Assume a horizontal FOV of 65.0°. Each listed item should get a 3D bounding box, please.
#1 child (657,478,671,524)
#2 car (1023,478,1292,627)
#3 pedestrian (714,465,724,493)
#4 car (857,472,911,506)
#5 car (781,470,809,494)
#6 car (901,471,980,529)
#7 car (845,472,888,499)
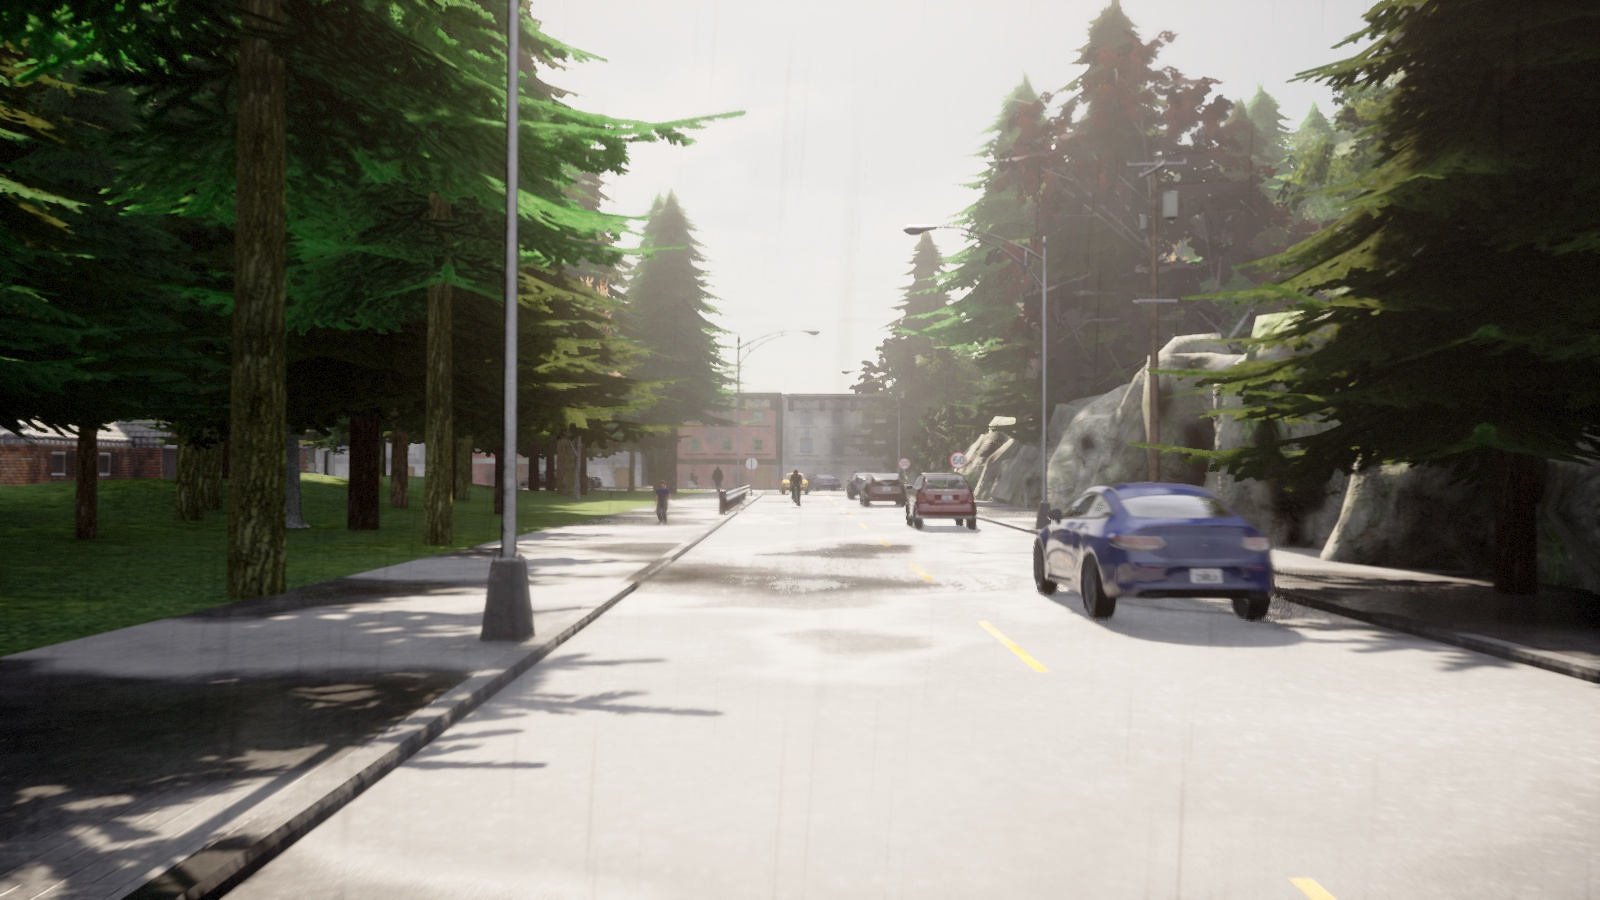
[{"bbox_3d":[-3.743,1.397,34.508,0.270,1.263,0.437,0,-1,10],"label":"child"},{"bbox_3d":[3.965,1.072,14.811,1.812,1.442,4.674,0,-1,0],"label":"car"},{"bbox_3d":[-5.455,1.961,84.546,0.634,1.844,0.899,0,-1,-1],"label":"pedestrian"},{"bbox_3d":[3.818,1.767,57.838,2.163,1.488,4.792,0,-1,0],"label":"car"},{"bbox_3d":[-0.326,2.184,85.391,1.801,1.575,5.366,0,-1,0],"label":"car"},{"bbox_3d":[3.916,1.372,35.459,1.789,1.549,3.705,0,-1,0],"label":"car"},{"bbox_3d":[3.730,1.991,71.147,2.163,1.488,4.792,0,-1,0],"label":"car"}]
